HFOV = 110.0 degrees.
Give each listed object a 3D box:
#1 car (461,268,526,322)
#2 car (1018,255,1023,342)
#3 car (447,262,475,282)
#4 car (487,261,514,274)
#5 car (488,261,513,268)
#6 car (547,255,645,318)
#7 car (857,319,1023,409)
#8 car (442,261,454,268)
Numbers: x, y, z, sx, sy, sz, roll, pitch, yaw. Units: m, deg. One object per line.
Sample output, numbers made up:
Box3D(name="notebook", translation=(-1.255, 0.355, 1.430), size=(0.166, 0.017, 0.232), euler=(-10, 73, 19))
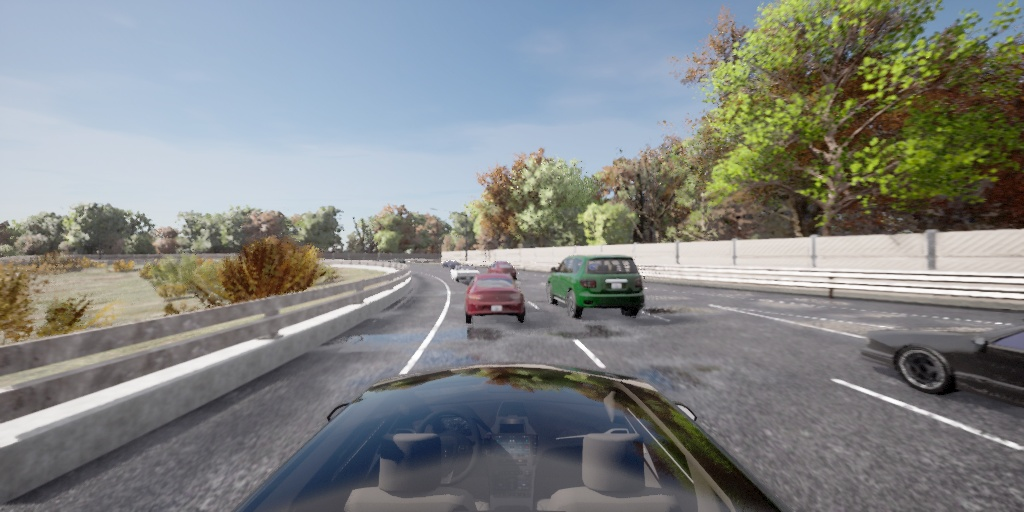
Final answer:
Box3D(name="car", translation=(-0.648, 1.295, 12.249), size=(1.812, 1.442, 4.674), euler=(0, 0, -6))
Box3D(name="car", translation=(14.366, 0.995, 6.678), size=(2.150, 2.045, 5.566), euler=(0, 0, -31))
Box3D(name="car", translation=(-3.945, 1.412, 29.550), size=(1.895, 1.301, 4.718), euler=(0, 0, -15))
Box3D(name="car", translation=(-1.468, 1.351, 43.575), size=(1.812, 1.442, 4.674), euler=(0, 0, -22))
Box3D(name="car", translation=(-0.927, 1.328, 31.629), size=(1.812, 1.442, 4.674), euler=(0, 0, -16))
Box3D(name="car", translation=(2.788, 0.980, 13.165), size=(2.150, 2.045, 5.566), euler=(0, 0, -6))
Box3D(name="car", translation=(6.871, 1.275, 3.560), size=(2.033, 1.411, 5.357), euler=(0, 0, -3))
Box3D(name="car", translation=(-10.418, 1.453, 61.012), size=(1.994, 1.385, 4.181), euler=(0, 0, -33))
